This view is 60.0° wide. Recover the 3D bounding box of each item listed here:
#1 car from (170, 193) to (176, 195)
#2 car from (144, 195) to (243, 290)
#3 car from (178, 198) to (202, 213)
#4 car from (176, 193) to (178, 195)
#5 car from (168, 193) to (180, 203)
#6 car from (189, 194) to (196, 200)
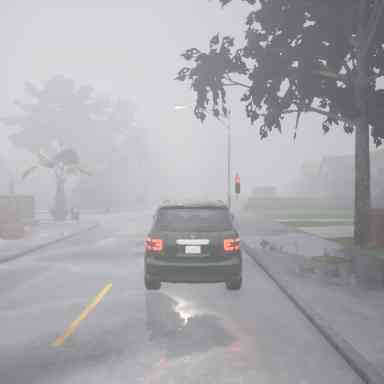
[{"bbox_3d":[-4.046,1.352,52.444,2.097,1.767,4.553,0,0,0],"label":"car"},{"bbox_3d":[0.045,1.221,9.205,2.150,2.045,5.566,0,0,1],"label":"car"},{"bbox_3d":[-0.137,1.505,38.648,1.837,1.490,4.892,2,0,10],"label":"car"},{"bbox_3d":[-4.003,1.491,62.846,2.128,1.511,4.902,0,0,0],"label":"car"},{"bbox_3d":[-3.935,1.225,73.359,2.150,2.045,5.566,0,0,0],"label":"car"},{"bbox_3d":[0.078,1.356,88.161,1.812,1.442,4.674,0,0,0],"label":"car"}]
